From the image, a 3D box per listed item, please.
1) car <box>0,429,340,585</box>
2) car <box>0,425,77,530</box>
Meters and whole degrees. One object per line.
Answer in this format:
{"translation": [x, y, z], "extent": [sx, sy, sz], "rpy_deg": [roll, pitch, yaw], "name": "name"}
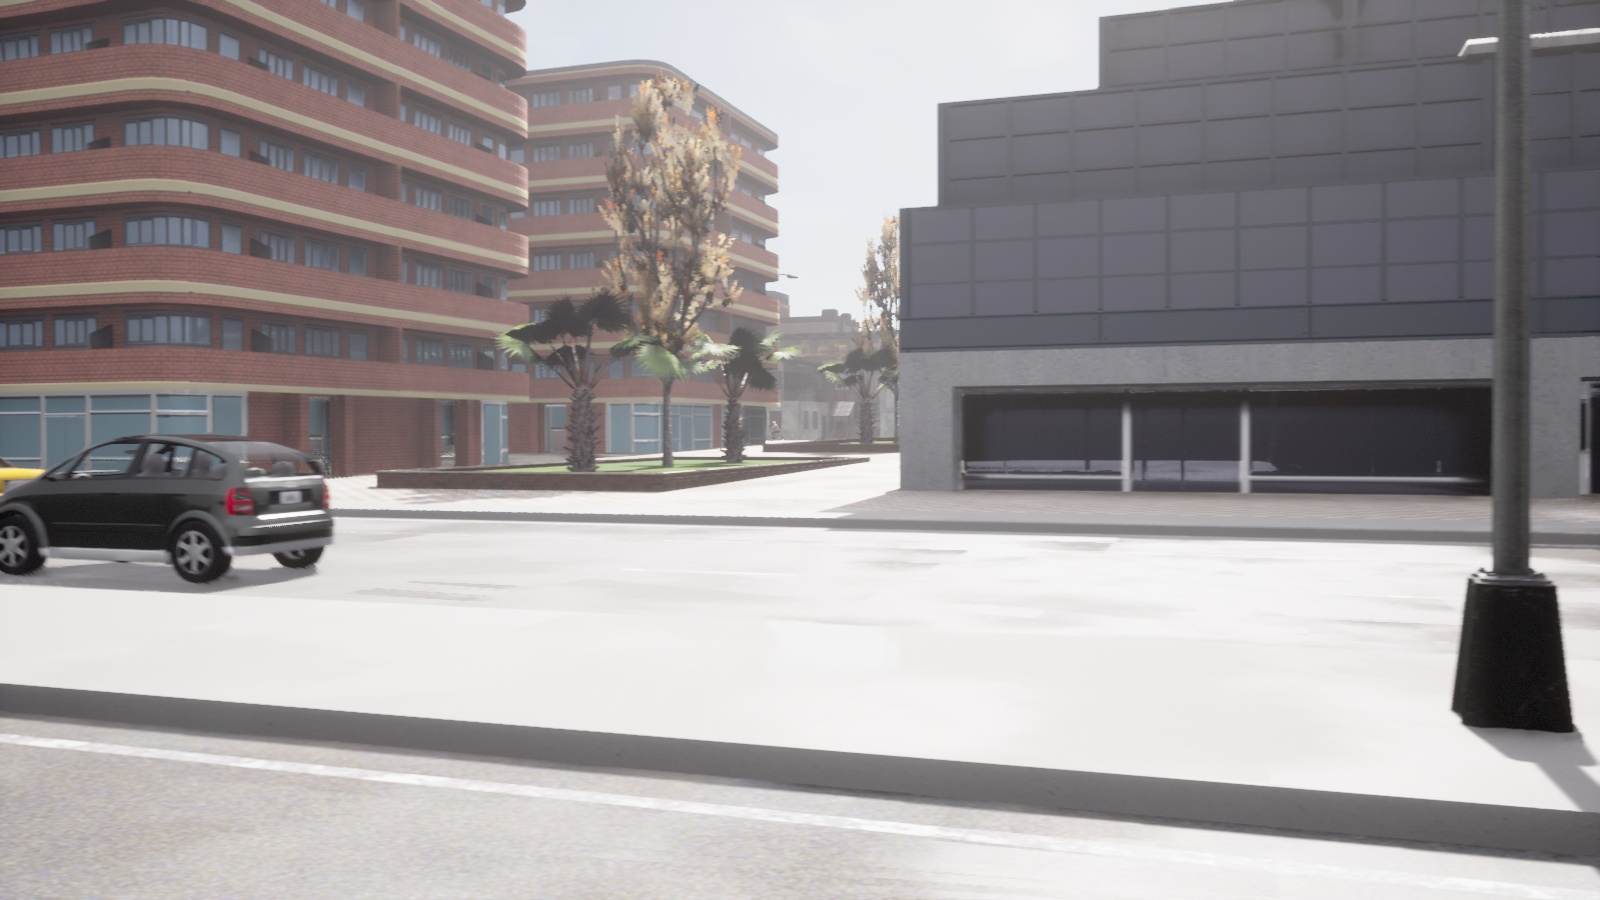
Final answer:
{"translation": [-7.292, 0.552, 14.084], "extent": [3.705, 1.549, 1.789], "rpy_deg": [1, 1, 19], "name": "car"}
{"translation": [-14.446, 0.388, 20.181], "extent": [5.366, 1.575, 1.801], "rpy_deg": [1, 1, 19], "name": "car"}
